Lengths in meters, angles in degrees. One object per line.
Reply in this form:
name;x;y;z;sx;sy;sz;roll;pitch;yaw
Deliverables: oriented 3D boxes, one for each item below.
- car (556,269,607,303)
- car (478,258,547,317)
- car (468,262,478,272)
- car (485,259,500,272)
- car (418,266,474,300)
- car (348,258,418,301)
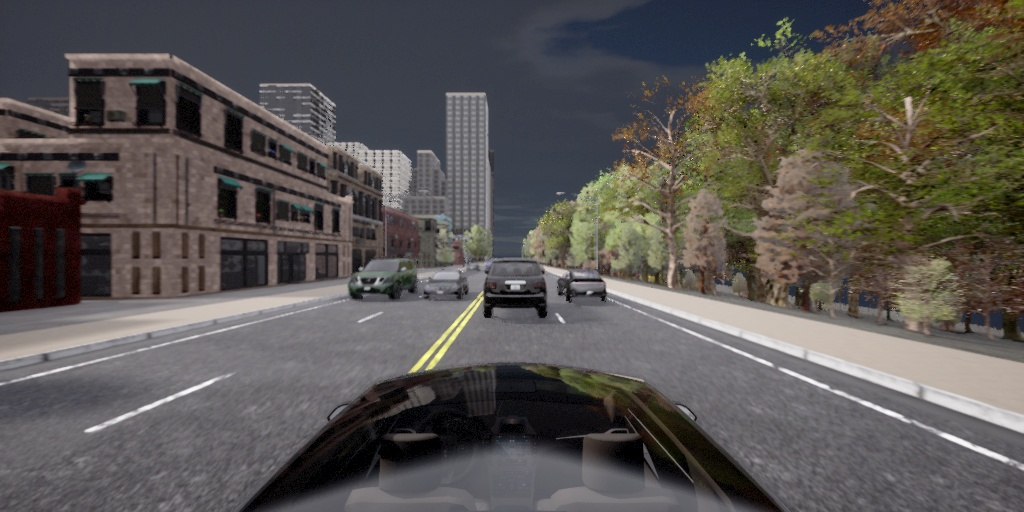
car;3.351;1.408;17.910;2.128;1.511;4.902;0;0;0
car;0.102;1.098;13.967;2.150;2.045;5.566;0;0;0
car;-6.527;1.839;60.988;2.128;1.511;4.902;0;-1;1
car;-3.272;1.566;60.824;2.150;2.045;5.566;0;-1;1
car;-3.346;1.452;18.996;1.812;1.442;4.674;0;-1;0
car;-6.597;1.149;19.119;2.150;2.045;5.566;0;-1;0
